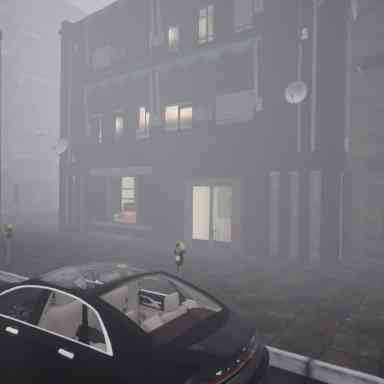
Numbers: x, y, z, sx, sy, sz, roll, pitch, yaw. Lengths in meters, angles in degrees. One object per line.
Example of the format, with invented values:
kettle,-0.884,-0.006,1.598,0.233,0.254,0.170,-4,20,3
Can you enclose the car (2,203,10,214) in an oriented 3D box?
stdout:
car,-21.549,1.623,34.887,2.008,1.369,4.403,1,0,36

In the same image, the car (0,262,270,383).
car,-1.306,1.550,3.943,4.403,1.369,2.008,0,1,35
